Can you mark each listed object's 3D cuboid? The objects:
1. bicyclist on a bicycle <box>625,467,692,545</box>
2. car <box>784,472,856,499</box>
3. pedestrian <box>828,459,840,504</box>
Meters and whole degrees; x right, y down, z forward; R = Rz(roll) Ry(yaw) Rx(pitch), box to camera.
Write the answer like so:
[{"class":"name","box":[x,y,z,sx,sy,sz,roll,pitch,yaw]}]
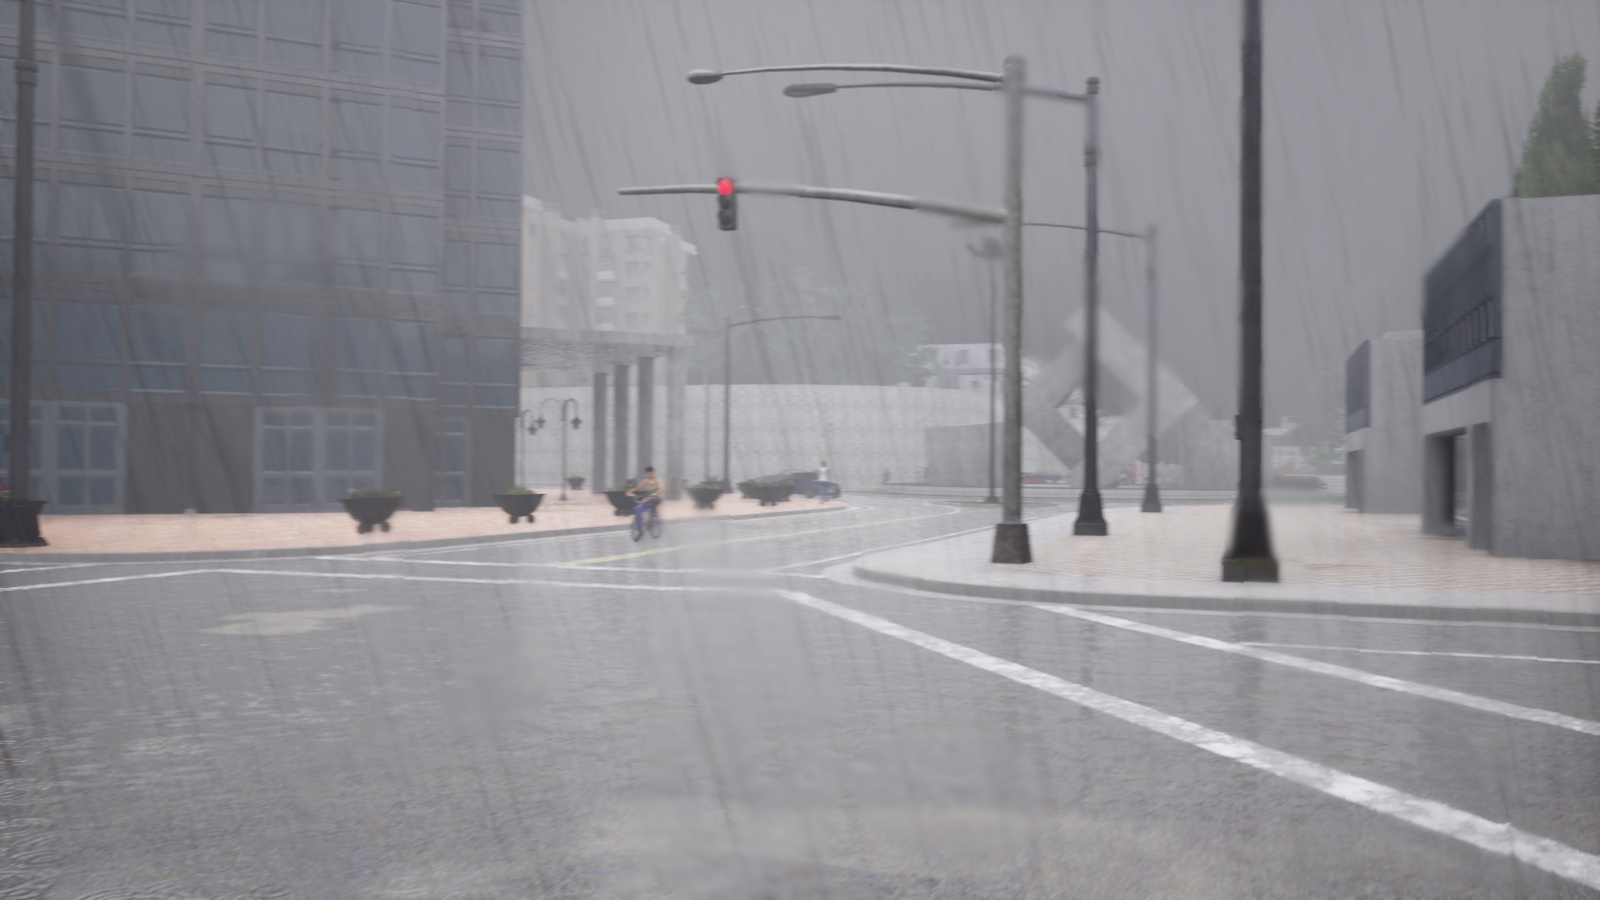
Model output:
[{"class":"bicyclist on a bicycle","box":[-3.034,1.179,27.055,0.866,1.612,1.509,0,-1,20]},{"class":"car","box":[1.072,1.942,69.415,1.812,1.442,4.674,0,-1,-30]},{"class":"pedestrian","box":[1.389,1.288,51.713,0.354,1.836,0.706,0,-1,14]}]
